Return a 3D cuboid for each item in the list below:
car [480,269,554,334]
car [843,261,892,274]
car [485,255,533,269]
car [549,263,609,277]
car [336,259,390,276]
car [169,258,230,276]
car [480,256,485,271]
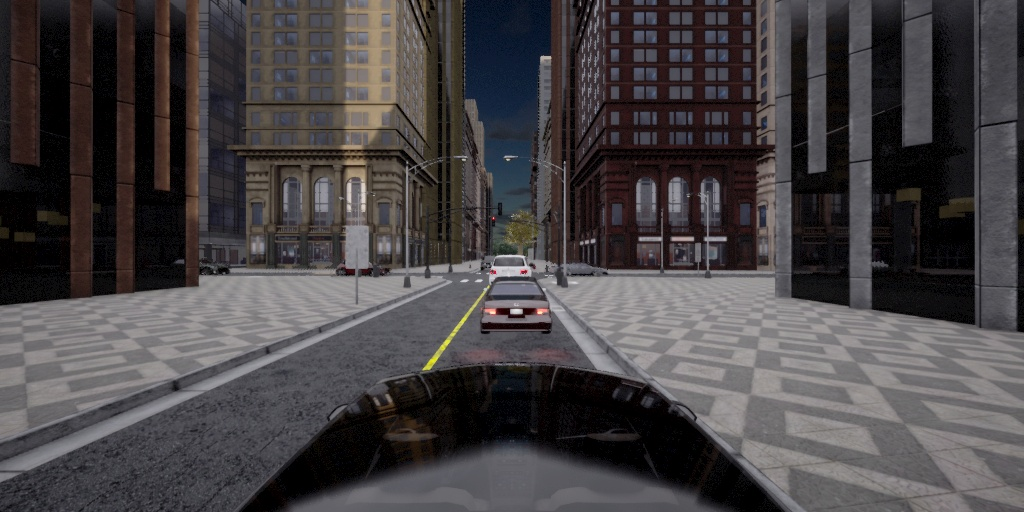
[{"bbox_3d":[0.091,1.297,10.581,2.033,1.411,5.357,0,0,0],"label":"car"},{"bbox_3d":[33.633,1.201,33.324,4.553,1.767,2.097,0,0,0],"label":"car"},{"bbox_3d":[0.017,0.971,20.826,2.150,2.045,5.566,0,0,4],"label":"car"},{"bbox_3d":[6.151,1.312,33.317,5.357,1.411,2.033,0,0,0],"label":"car"},{"bbox_3d":[-13.723,1.053,33.295,4.553,1.767,2.097,0,0,0],"label":"car"},{"bbox_3d":[-28.998,1.011,33.313,4.553,1.767,2.097,0,0,0],"label":"car"},{"bbox_3d":[-3.129,0.969,49.456,2.150,2.045,5.566,0,0,-1],"label":"car"}]
